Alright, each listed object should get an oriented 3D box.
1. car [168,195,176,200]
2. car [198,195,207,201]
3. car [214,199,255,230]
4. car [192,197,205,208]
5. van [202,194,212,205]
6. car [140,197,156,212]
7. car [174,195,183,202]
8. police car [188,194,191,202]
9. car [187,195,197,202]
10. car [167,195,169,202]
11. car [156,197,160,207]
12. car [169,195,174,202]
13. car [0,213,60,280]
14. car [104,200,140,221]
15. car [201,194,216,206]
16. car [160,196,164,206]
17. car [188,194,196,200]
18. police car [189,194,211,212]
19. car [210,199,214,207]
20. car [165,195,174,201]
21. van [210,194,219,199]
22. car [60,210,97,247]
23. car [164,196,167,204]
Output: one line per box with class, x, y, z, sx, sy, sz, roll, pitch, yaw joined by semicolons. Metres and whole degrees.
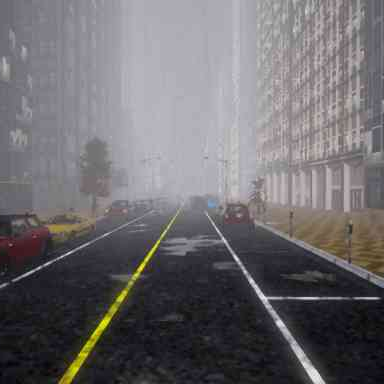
car;-5.697;1.565;94.863;1.802;1.307;4.206;-1;0;0
car;2.683;1.536;83.496;2.008;1.369;4.403;-1;0;0
car;2.682;1.436;20.977;1.967;1.590;4.097;-1;0;0
car;0.900;1.518;49.057;1.812;1.442;4.674;0;0;0
van;2.681;1.331;60.762;1.690;1.788;3.998;-1;0;0
car;-5.698;1.544;38.027;2.008;1.369;4.403;-1;0;0
car;-3.000;1.437;76.725;1.837;1.490;4.892;0;0;0
police car;0.766;1.415;55.191;1.930;1.638;5.238;0;0;2
car;0.000;1.417;75.066;2.033;1.411;5.357;0;0;0
car;-5.697;1.571;60.762;1.802;1.307;4.206;-1;0;0
car;-5.697;1.558;43.711;1.947;1.339;4.313;-1;0;0
car;-5.698;1.538;72.129;2.008;1.369;4.403;-1;0;0
car;-5.699;1.437;9.609;1.967;1.590;4.097;-1;0;0
car;-5.699;1.435;26.660;1.967;1.590;4.097;-1;0;0
car;2.681;1.305;55.078;2.192;1.841;5.009;-1;0;0
car;-5.697;1.536;49.395;1.887;1.381;4.507;-1;0;0
car;0.000;1.399;90.067;2.128;1.511;4.902;0;0;0
police car;0.900;1.418;39.167;1.930;1.638;5.238;0;0;0
car;2.683;1.520;26.830;1.752;1.417;4.829;-1;0;0
car;-5.697;1.536;83.496;2.008;1.369;4.403;-1;0;0
van;2.681;1.333;43.711;1.690;1.788;3.998;-1;0;0
car;-5.698;1.522;15.123;1.752;1.417;4.829;-1;0;0
car;-5.698;1.541;55.078;2.008;1.369;4.403;-1;0;0
